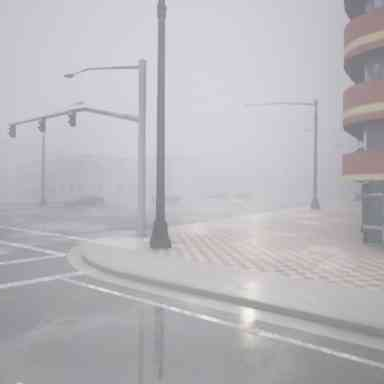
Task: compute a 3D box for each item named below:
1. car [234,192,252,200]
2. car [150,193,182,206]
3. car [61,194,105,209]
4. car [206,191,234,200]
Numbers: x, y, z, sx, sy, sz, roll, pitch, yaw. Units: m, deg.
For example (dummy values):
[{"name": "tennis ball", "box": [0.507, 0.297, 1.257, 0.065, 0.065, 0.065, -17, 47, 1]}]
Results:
[{"name": "car", "box": [8.774, 0.637, 57.384, 1.994, 1.385, 4.181, 1, 1, 37]}, {"name": "car", "box": [-3.192, 0.890, 41.453, 2.128, 1.511, 4.902, 1, 1, 37]}, {"name": "car", "box": [-11.701, 1.017, 35.881, 2.128, 1.511, 4.902, 1, 1, 37]}, {"name": "car", "box": [4.532, 0.609, 57.584, 2.033, 1.411, 5.357, 1, 1, 37]}]
